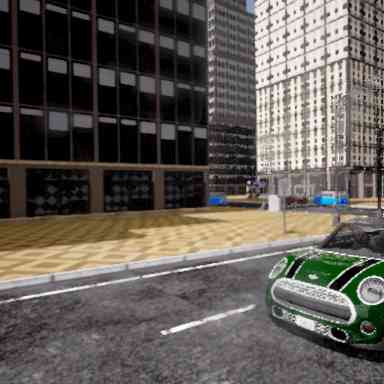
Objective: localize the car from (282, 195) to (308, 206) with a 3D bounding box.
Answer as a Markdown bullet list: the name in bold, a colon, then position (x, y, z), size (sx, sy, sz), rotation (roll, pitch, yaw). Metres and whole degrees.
- **car**: position (13.001, 1.017, 43.484), size (1.887, 1.381, 4.507), rotation (-1, 1, -34)

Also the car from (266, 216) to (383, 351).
- **car**: position (3.476, 1.289, 6.150), size (4.553, 1.767, 2.097), rotation (-1, 0, -35)

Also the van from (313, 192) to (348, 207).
- **van**: position (16.179, 0.840, 38.947), size (1.690, 1.788, 3.998), rotation (-1, 1, -34)

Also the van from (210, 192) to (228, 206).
- **van**: position (2.938, 0.937, 43.355), size (1.690, 1.788, 3.998), rotation (-1, 1, -34)
